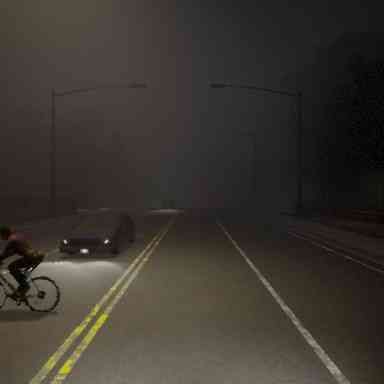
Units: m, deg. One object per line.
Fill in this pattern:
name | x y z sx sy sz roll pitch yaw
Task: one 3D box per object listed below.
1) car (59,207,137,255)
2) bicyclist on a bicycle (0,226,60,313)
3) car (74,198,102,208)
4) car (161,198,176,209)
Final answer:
car | -3.500 1.547 13.572 2.033 1.411 5.357 0 0 1
bicyclist on a bicycle | -3.271 1.453 6.161 1.656 1.620 0.582 0 0 0
car | -14.605 1.547 43.359 5.357 1.411 2.033 0 0 0
car | -3.290 1.664 47.483 2.128 1.511 4.902 0 0 0
